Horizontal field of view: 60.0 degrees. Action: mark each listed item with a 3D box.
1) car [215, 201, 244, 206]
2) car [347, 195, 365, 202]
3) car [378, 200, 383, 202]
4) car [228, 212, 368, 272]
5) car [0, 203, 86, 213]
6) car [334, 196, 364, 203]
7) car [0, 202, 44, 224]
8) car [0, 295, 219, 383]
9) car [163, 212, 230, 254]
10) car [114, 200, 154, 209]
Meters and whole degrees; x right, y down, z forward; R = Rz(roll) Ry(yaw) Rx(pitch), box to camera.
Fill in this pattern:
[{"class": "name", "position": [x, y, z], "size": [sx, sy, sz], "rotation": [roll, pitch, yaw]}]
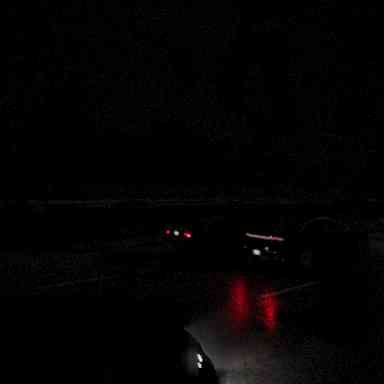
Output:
[{"class": "car", "position": [3.576, 1.571, 32.313], "size": [4.181, 1.385, 1.994], "rotation": [0, 0, -35]}, {"class": "car", "position": [28.151, 1.551, 58.311], "size": [5.566, 2.045, 2.150], "rotation": [0, 0, -35]}, {"class": "car", "position": [25.196, 1.739, 43.392], "size": [4.674, 1.442, 1.812], "rotation": [1, -1, -35]}, {"class": "car", "position": [3.790, 1.471, 10.741], "size": [4.902, 1.511, 2.128], "rotation": [0, 0, -35]}, {"class": "car", "position": [-8.313, 1.490, 19.553], "size": [4.892, 1.490, 1.837], "rotation": [0, 0, -35]}, {"class": "car", "position": [23.488, 1.733, 50.750], "size": [4.902, 1.511, 2.128], "rotation": [1, 0, -35]}, {"class": "car", "position": [-13.577, 1.516, 24.398], "size": [4.674, 1.442, 1.812], "rotation": [0, 0, -35]}, {"class": "car", "position": [-1.803, 1.564, 2.582], "size": [4.181, 1.385, 1.994], "rotation": [0, 0, -35]}, {"class": "car", "position": [1.495, 1.527, 13.396], "size": [5.357, 1.411, 2.033], "rotation": [0, 0, -35]}, {"class": "car", "position": [-5.911, 1.548, 34.152], "size": [4.181, 1.385, 1.994], "rotation": [0, 0, -35]}]
